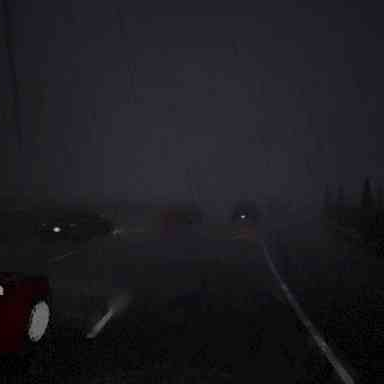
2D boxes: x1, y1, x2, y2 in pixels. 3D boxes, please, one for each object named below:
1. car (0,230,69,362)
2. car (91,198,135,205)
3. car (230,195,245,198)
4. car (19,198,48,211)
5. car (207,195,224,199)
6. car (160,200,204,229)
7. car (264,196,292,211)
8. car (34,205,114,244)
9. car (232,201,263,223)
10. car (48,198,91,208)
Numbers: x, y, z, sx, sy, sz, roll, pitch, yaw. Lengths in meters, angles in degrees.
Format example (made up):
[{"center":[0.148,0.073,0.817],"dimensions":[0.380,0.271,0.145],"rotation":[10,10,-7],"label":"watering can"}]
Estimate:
[{"center":[-3.216,1.467,3.265],"dimensions":[1.882,1.535,5.008],"rotation":[0,0,3],"label":"car"},{"center":[-7.725,1.417,34.181],"dimensions":[1.882,1.535,5.008],"rotation":[0,0,20],"label":"car"},{"center":[9.270,1.409,69.150],"dimensions":[1.837,1.490,4.892],"rotation":[0,0,42],"label":"car"},{"center":[-15.217,1.417,33.949],"dimensions":[2.128,1.511,4.902],"rotation":[0,0,19],"label":"car"},{"center":[4.780,1.377,69.289],"dimensions":[1.882,1.535,5.008],"rotation":[0,0,39],"label":"car"},{"center":[-0.541,1.448,21.400],"dimensions":[1.882,1.535,5.008],"rotation":[0,0,14],"label":"car"},{"center":[10.823,1.317,40.831],"dimensions":[2.097,1.767,4.553],"rotation":[0,0,28],"label":"car"},{"center":[-5.299,1.532,15.840],"dimensions":[1.994,1.385,4.181],"rotation":[0,0,10],"label":"car"},{"center":[4.276,1.478,25.481],"dimensions":[1.837,1.490,4.892],"rotation":[0,0,17],"label":"car"},{"center":[-11.705,1.437,33.426],"dimensions":[1.837,1.490,4.892],"rotation":[0,0,20],"label":"car"}]
